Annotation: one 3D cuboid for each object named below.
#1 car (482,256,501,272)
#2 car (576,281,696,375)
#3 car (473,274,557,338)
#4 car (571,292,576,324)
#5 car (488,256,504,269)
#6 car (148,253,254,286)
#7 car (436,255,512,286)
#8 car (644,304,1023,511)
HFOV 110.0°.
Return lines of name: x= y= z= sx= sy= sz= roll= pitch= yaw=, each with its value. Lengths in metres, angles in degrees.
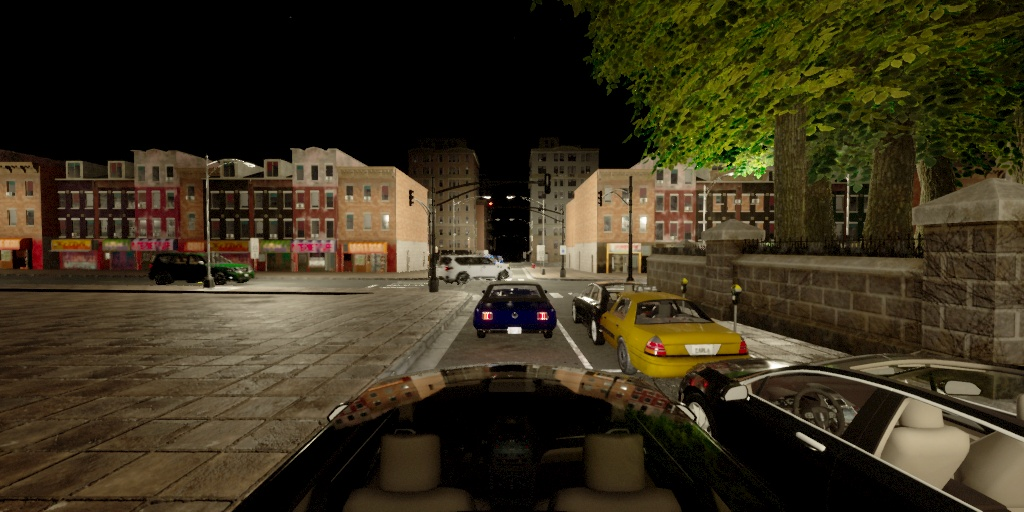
car: x=-2.652 y=0.993 z=47.895 sx=2.150 sy=2.045 sz=5.566 roll=0 pitch=0 yaw=1
car: x=2.686 y=1.274 z=7.330 sx=1.751 sy=1.417 sz=4.829 roll=0 pitch=0 yaw=0
car: x=0.075 y=1.349 z=10.109 sx=1.895 sy=1.301 sz=4.718 roll=0 pitch=0 yaw=0
car: x=2.661 y=1.299 z=9.304 sx=2.007 sy=1.370 sz=4.403 roll=0 pitch=0 yaw=0
car: x=-2.561 y=1.004 z=58.568 sx=2.150 sy=2.045 sz=5.566 roll=0 pitch=0 yaw=1
car: x=-19.631 y=0.840 z=22.771 sx=5.566 sy=2.045 sz=2.150 roll=1 pitch=1 yaw=0
car: x=-2.651 y=0.935 z=25.581 sx=5.566 sy=2.045 sz=2.150 roll=-1 pitch=3 yaw=-36
car: x=2.637 y=1.300 z=2.169 sx=2.007 sy=1.370 sz=4.403 roll=0 pitch=0 yaw=0
